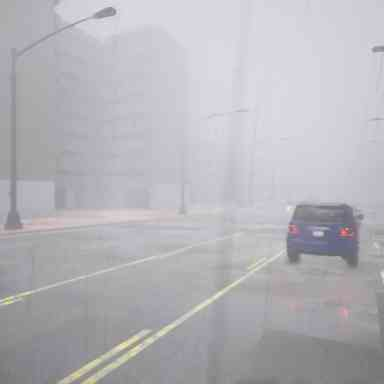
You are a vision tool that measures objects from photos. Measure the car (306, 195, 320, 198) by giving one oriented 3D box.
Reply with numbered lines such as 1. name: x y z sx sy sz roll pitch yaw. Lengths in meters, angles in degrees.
1. car: 22.201 1.551 60.710 2.150 2.045 5.566 0 1 28

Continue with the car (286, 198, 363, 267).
1. car: 5.083 1.393 12.499 2.150 2.045 5.566 0 -1 28
